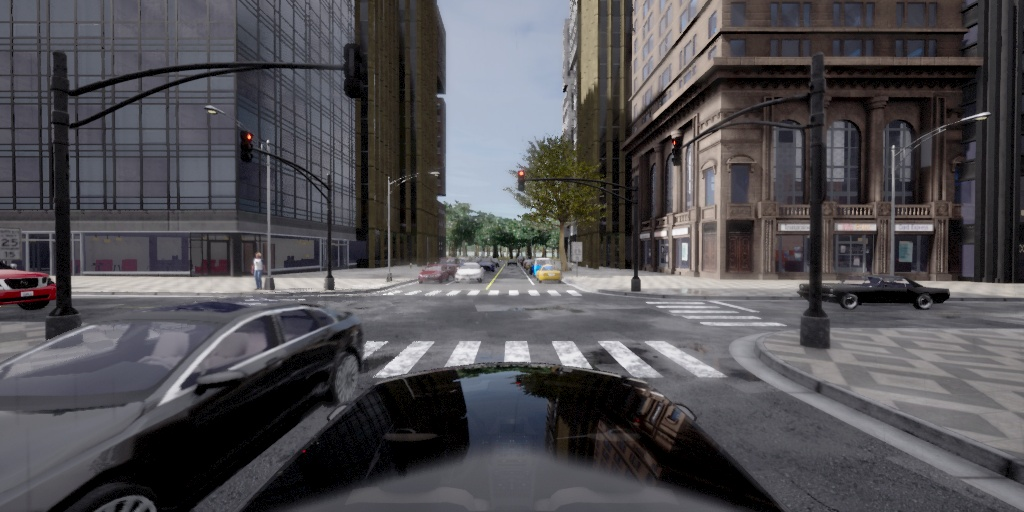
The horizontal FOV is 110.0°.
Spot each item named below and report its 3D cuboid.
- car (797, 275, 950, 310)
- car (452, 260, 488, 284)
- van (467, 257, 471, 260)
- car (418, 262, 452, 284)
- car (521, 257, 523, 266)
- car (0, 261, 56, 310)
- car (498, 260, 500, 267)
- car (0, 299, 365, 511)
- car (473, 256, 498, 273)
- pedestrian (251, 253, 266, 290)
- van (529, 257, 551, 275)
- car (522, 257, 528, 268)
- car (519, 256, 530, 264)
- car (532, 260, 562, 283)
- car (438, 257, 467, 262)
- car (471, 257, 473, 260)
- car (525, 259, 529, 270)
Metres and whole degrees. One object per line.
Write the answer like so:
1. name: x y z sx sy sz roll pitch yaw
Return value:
1. car: 14.702 1.444 14.820 4.718 1.301 1.895 0 1 0
2. car: -3.112 1.255 27.197 1.812 1.442 4.674 0 1 0
3. van: -5.786 1.050 38.315 1.690 1.789 3.998 0 0 0
4. car: -5.779 1.311 26.954 1.802 1.307 4.207 0 0 0
5. car: 2.729 1.213 55.366 1.888 1.381 4.507 0 0 0
6. car: -18.381 0.842 11.526 5.566 2.045 2.150 1 1 0
7. car: -3.037 1.175 61.285 1.837 1.490 4.892 0 0 0
8. car: -3.099 1.241 3.404 2.128 1.511 4.902 0 0 0
9. car: -3.119 1.050 42.980 2.097 1.767 4.553 0 0 0
10. pedestrian: -12.533 0.741 17.779 0.375 1.860 0.375 0 0 0
11. van: 2.743 1.060 32.649 1.690 1.789 3.998 0 0 0
12. car: 2.733 1.208 49.857 1.751 1.417 4.829 0 0 0
13. car: 2.726 1.202 61.046 2.007 1.370 4.403 0 0 0
14. car: 2.747 1.254 27.138 1.751 1.417 4.829 0 0 0
15. car: -5.782 1.034 32.635 2.192 1.841 5.009 0 0 0
16. car: -5.789 1.011 43.995 2.192 1.841 5.009 0 0 0
17. car: 2.740 1.275 38.328 1.948 1.339 4.313 0 0 0
